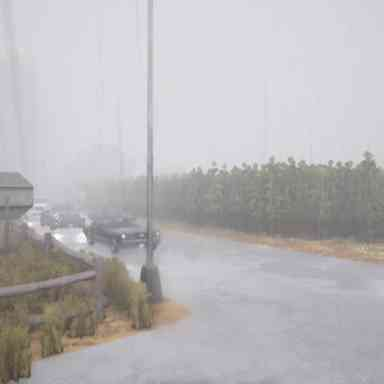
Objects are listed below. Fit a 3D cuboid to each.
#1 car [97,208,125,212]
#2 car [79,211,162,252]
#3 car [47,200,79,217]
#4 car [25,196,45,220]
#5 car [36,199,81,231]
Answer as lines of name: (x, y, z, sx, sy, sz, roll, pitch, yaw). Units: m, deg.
car: (-6.154, 1.817, 24.596, 1.895, 1.301, 4.718, 0, 0, -35)
car: (-3.179, 1.760, 14.571, 1.895, 1.301, 4.718, 0, 0, -35)
car: (-13.936, 1.725, 35.762, 2.128, 1.511, 4.902, 0, 0, -35)
car: (-14.939, 1.454, 31.520, 2.150, 2.045, 5.566, 0, 0, -34)
car: (-8.919, 1.568, 22.819, 2.097, 1.767, 4.553, 0, 0, -35)
